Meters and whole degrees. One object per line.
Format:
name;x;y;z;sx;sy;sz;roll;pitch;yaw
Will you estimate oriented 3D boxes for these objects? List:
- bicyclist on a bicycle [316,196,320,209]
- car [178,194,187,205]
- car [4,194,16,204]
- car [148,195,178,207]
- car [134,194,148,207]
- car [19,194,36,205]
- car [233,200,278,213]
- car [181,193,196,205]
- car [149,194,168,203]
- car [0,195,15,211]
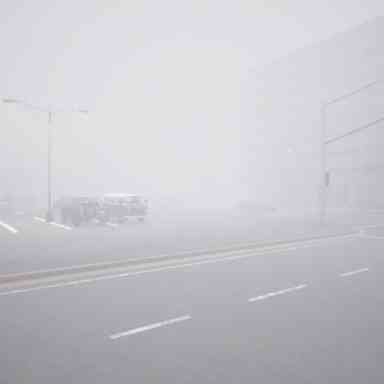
bicyclist on a bicycle;16.475;1.346;42.858;1.656;1.620;0.582;0;0;-35
car;-3.574;1.525;58.429;1.882;1.535;5.008;0;0;-36
car;-29.725;1.210;53.694;1.905;1.878;3.866;0;0;-35
car;-4.793;1.649;53.819;1.895;1.301;4.718;0;0;-35
car;-8.989;1.539;66.007;2.128;1.511;4.902;0;0;-35
car;-27.331;1.206;55.321;1.932;1.855;4.605;0;0;-35
car;6.983;1.596;37.250;2.033;1.411;5.357;0;0;-36
car;-1.521;1.268;61.582;2.150;2.045;5.566;0;0;-35
car;-7.056;1.398;69.343;2.097;1.767;4.553;0;0;-35
car;-21.843;1.450;37.873;1.970;1.475;3.806;0;0;-35
